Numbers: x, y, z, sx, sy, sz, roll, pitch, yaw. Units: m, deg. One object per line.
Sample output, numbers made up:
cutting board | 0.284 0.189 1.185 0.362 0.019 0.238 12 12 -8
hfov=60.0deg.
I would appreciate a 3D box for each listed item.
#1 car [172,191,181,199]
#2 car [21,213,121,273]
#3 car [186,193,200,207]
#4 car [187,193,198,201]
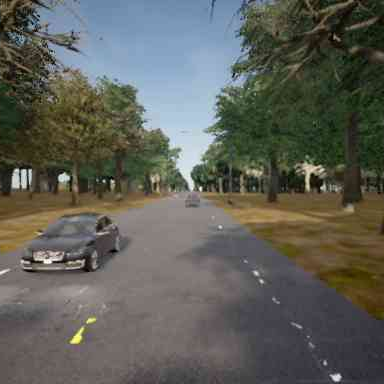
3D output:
car | -3.507 0.631 76.409 2.097 1.767 4.553 0 1 0
car | -3.600 1.478 10.729 1.837 1.490 4.892 0 0 0
car | 0.096 1.129 44.464 2.128 1.511 4.902 0 1 0
car | 0.094 0.939 61.491 1.837 1.490 4.892 0 -1 0
